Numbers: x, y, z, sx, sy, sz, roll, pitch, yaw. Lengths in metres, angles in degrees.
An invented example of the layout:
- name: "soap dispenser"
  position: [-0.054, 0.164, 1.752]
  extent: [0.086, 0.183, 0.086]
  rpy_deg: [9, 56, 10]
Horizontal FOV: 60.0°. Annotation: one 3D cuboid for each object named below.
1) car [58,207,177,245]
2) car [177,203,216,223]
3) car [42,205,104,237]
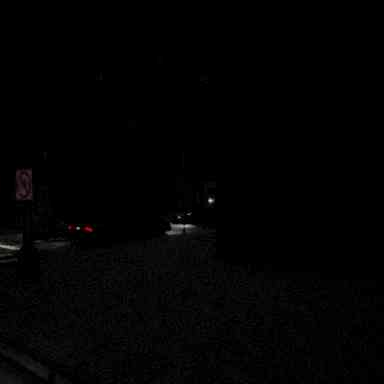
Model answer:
- name: "car"
  position: [-3.284, 1.572, 15.881]
  extent: [2.033, 1.411, 5.357]
  rpy_deg: [0, 0, 35]
- name: "car"
  position: [0.418, 1.582, 26.159]
  extent: [1.812, 1.442, 4.674]
  rpy_deg: [0, 0, 36]
- name: "car"
  position: [-5.468, 1.515, 17.905]
  extent: [1.882, 1.535, 5.008]
  rpy_deg: [0, 0, 35]
